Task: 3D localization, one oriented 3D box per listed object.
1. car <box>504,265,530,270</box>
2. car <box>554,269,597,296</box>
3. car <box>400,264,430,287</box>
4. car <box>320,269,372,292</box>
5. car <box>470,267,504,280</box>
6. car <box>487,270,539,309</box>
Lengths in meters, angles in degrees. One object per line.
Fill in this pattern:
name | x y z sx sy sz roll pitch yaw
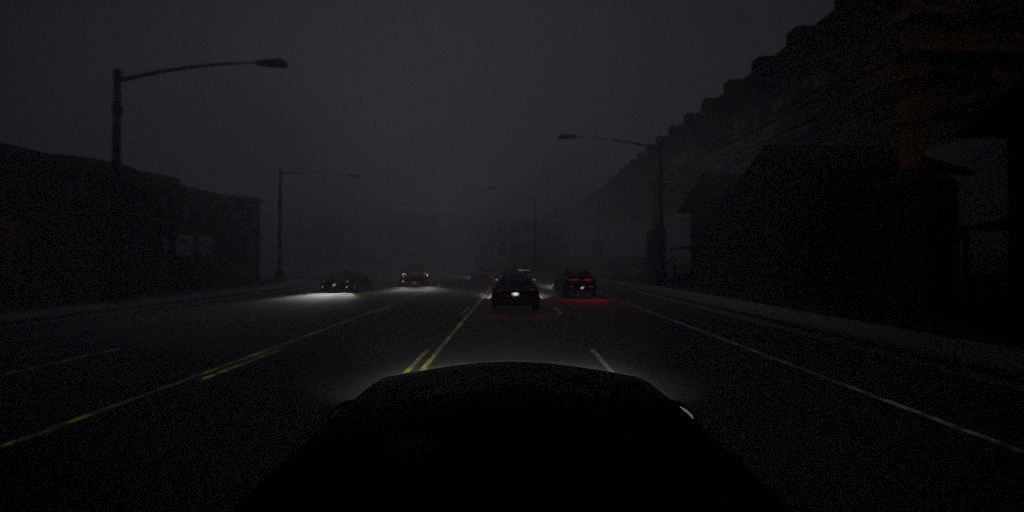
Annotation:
car | 0.364 1.679 38.020 2.128 1.511 4.902 0 -1 -23
car | 3.619 1.479 21.121 2.128 1.511 4.902 0 -1 -1
car | -7.617 1.418 28.378 2.097 1.767 4.553 0 -1 -13
car | -10.738 1.568 23.433 1.994 1.385 4.181 0 -1 -3
car | -2.884 1.774 37.004 1.895 1.301 4.718 0 -1 -24
car | 0.146 1.486 16.029 1.994 1.385 4.181 0 -1 0
